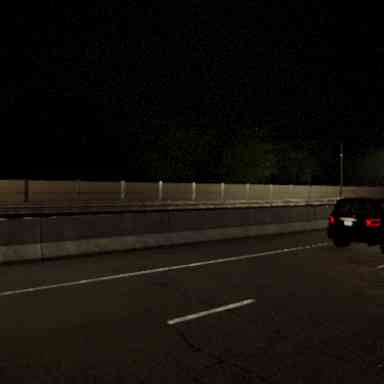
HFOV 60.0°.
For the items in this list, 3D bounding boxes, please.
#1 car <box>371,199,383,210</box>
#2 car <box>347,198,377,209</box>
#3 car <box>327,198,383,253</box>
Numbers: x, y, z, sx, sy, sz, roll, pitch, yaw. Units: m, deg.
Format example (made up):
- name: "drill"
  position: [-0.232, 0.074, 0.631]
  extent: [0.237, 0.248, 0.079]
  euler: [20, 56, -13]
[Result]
- name: "car"
  position: [26.073, 1.625, 44.083]
  extent: [5.357, 1.411, 2.033]
  euler: [0, 0, -35]
- name: "car"
  position: [24.051, 1.603, 46.934]
  extent: [4.674, 1.442, 1.812]
  euler: [0, 0, -35]
- name: "car"
  position: [7.890, 1.250, 13.698]
  extent: [5.566, 2.045, 2.150]
  euler: [0, 0, -35]
